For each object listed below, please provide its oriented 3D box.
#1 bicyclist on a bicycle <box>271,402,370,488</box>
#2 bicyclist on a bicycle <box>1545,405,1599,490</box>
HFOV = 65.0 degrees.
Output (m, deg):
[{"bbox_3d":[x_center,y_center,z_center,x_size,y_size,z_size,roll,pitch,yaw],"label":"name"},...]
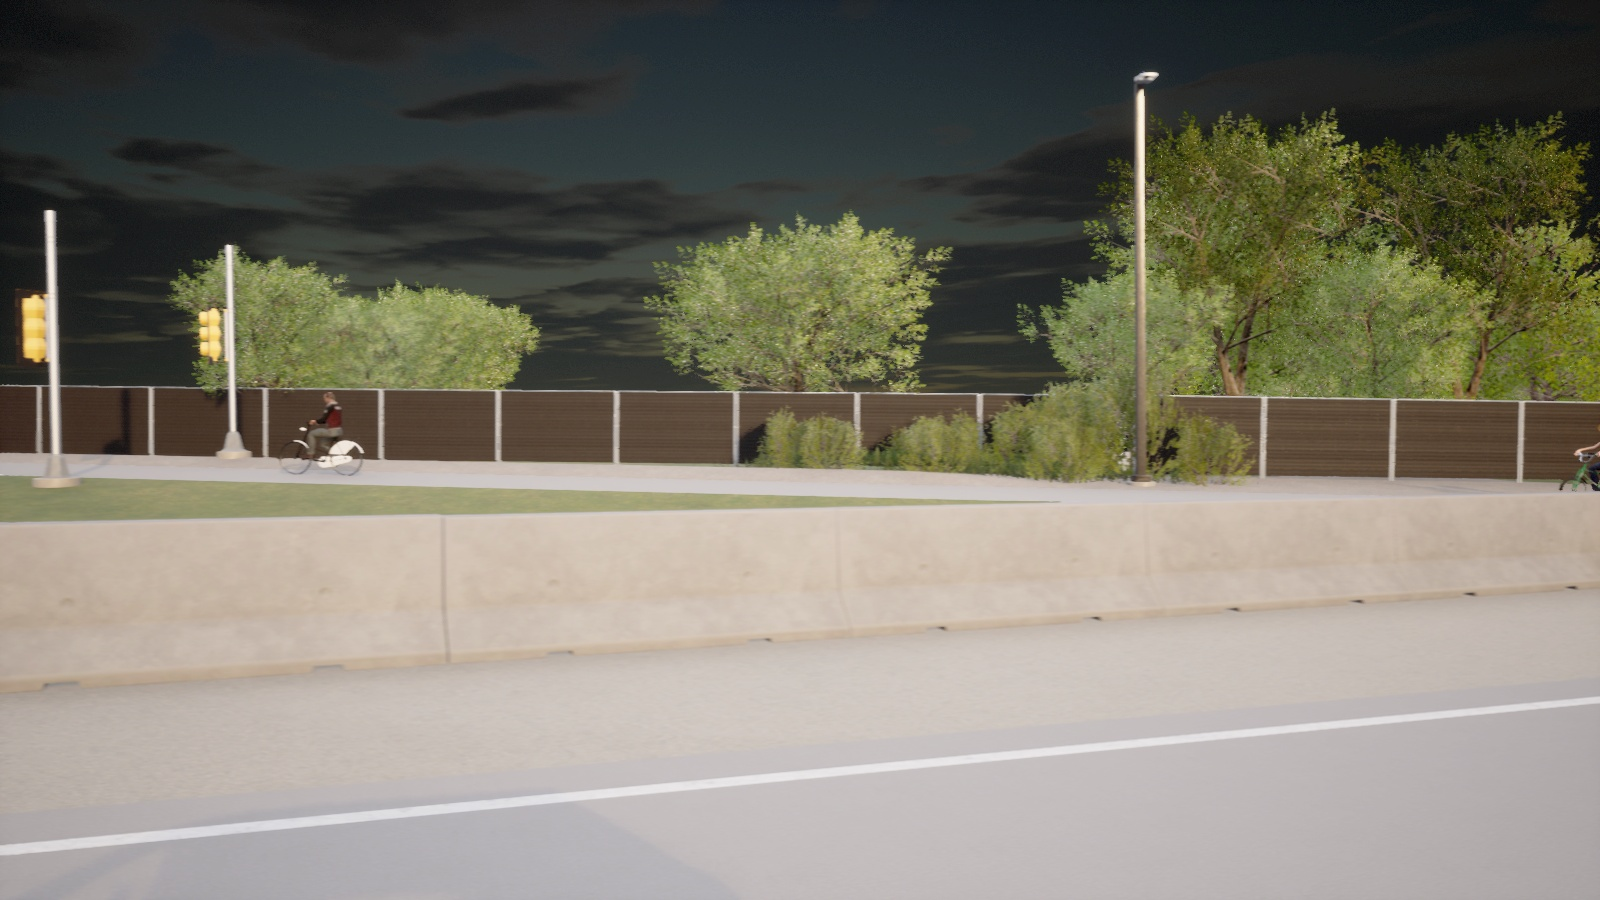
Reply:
[{"bbox_3d":[-10.085,-0.118,26.430,1.843,1.776,0.659,0,2,6],"label":"bicyclist on a bicycle"},{"bbox_3d":[15.409,-0.056,24.252,1.509,1.612,0.866,0,1,2],"label":"bicyclist on a bicycle"}]
